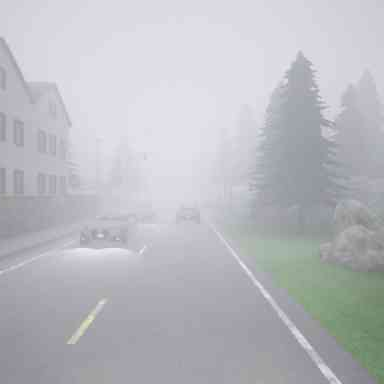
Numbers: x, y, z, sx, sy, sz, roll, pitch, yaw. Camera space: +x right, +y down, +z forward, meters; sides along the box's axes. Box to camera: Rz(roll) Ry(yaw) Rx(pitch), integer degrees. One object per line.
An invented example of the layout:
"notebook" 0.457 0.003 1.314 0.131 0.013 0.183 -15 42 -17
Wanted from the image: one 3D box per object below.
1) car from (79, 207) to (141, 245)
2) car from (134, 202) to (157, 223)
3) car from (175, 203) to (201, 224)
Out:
"car" -3.825 1.633 15.768 1.994 1.385 4.181 0 0 -1
"car" -3.928 1.623 27.058 1.837 1.490 4.892 0 0 -1
"car" -0.309 1.603 25.952 2.128 1.511 4.902 0 0 -1
